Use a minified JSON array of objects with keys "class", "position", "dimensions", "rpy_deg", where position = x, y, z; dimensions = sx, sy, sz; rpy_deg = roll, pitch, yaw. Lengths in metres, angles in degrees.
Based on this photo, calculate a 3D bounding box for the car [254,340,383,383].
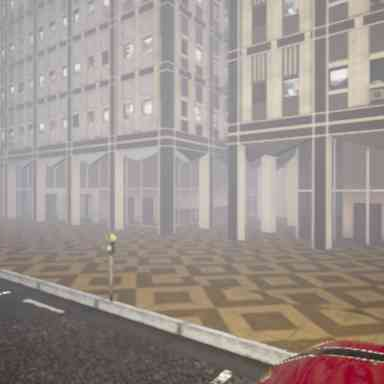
[{"class":"car","position":[2.024,1.446,1.435],"dimensions":[4.097,1.590,1.967],"rpy_deg":[0,0,35]}]
